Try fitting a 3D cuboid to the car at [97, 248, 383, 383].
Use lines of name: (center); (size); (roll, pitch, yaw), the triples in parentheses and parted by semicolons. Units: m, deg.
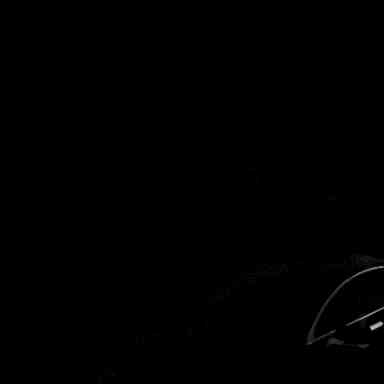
car: (1.354, 1.531, 4.019); (4.892, 1.490, 1.837); (1, -1, -35)
